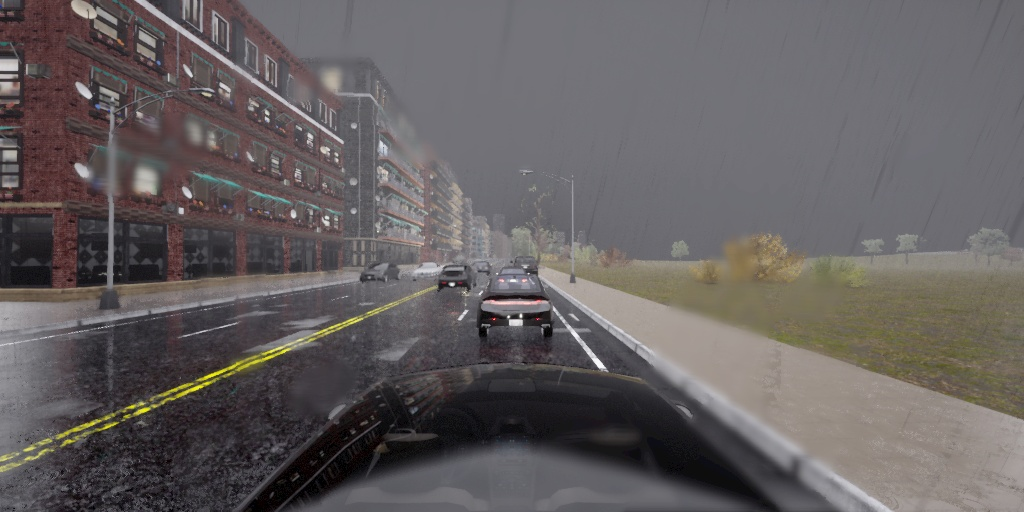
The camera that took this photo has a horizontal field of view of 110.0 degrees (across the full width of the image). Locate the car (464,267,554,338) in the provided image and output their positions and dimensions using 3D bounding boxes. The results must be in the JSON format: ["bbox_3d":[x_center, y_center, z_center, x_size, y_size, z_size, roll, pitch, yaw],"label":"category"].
[{"bbox_3d":[0.076,1.243,10.249,2.128,1.511,4.902,0,0,0],"label":"car"}]

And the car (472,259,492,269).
[{"bbox_3d":[-3.265,1.301,39.578,2.033,1.411,5.357,0,0,0],"label":"car"}]

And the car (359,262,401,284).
[{"bbox_3d":[-9.926,1.258,27.350,1.837,1.490,4.892,0,0,0],"label":"car"}]

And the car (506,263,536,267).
[{"bbox_3d":[0.049,1.300,20.689,2.033,1.411,5.357,0,0,0],"label":"car"}]

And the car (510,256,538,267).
[{"bbox_3d":[1.052,0.979,30.902,2.150,2.045,5.566,0,0,0],"label":"car"}]

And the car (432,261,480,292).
[{"bbox_3d":[-3.208,1.257,21.578,1.837,1.490,4.892,0,0,0],"label":"car"}]

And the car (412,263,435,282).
[{"bbox_3d":[-6.693,1.279,29.032,1.812,1.442,4.674,0,0,0],"label":"car"}]
